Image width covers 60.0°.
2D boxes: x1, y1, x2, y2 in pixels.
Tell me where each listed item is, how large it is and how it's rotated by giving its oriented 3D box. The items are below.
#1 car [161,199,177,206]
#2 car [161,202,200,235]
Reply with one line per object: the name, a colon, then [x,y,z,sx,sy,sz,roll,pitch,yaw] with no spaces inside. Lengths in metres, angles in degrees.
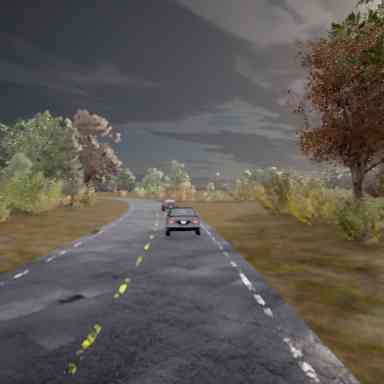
car: [-2.732,1.513,40.063,1.812,1.442,4.674,0,0,-8]
car: [-0.576,1.541,18.862,2.033,1.411,5.357,0,0,-4]
